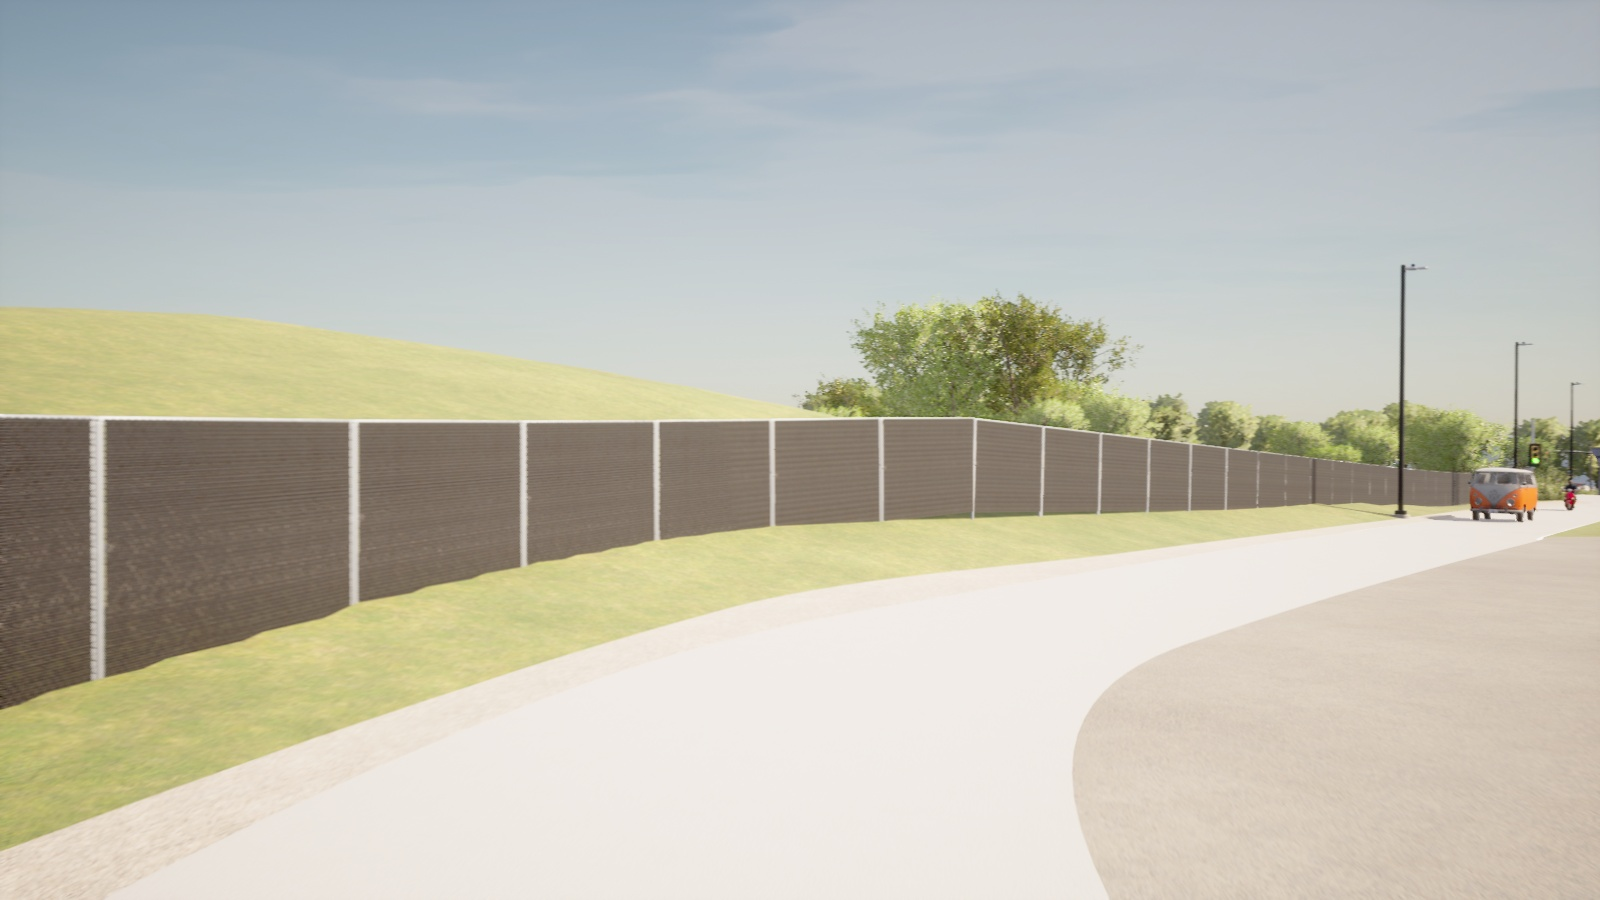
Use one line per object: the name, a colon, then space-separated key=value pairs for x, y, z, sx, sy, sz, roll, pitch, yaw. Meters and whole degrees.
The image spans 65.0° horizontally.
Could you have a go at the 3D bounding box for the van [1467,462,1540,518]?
van: x=26.352 y=1.457 z=46.952 sx=1.775 sy=1.987 sz=4.442 roll=0 pitch=-1 yaw=37

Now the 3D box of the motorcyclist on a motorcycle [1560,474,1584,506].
motorcyclist on a motorcycle: x=39.579 y=2.027 z=64.374 sx=0.866 sy=1.590 sz=1.817 roll=0 pitch=-1 yaw=37
